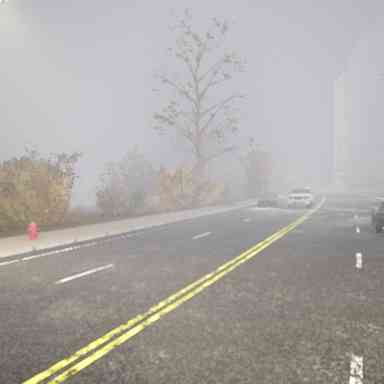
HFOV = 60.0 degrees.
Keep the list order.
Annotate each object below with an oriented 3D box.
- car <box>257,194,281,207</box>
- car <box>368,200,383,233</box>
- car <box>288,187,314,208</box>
[{"bbox_3d":[8.385,0.894,35.950,1.994,1.385,4.181,-1,1,25],"label":"car"},{"bbox_3d":[9.849,1.089,16.147,1.837,1.490,4.892,-1,1,26],"label":"car"},{"bbox_3d":[11.454,0.513,34.844,2.150,2.045,5.566,-1,1,24],"label":"car"}]
